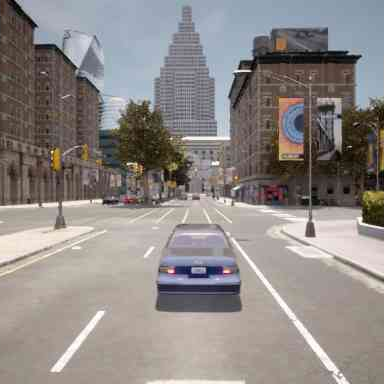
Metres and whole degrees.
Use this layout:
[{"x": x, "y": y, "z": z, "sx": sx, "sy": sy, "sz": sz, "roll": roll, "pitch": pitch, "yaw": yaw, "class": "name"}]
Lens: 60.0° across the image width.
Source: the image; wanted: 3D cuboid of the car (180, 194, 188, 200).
[{"x": -2.386, "y": 1.540, "z": 89.603, "sx": 2.033, "sy": 1.411, "sz": 5.357, "roll": 0, "pitch": 0, "yaw": 1, "class": "car"}]

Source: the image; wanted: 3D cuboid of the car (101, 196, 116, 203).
[{"x": -17.387, "y": 1.595, "z": 69.776, "sx": 1.895, "sy": 1.301, "sz": 4.718, "roll": 0, "pitch": 0, "yaw": 1, "class": "car"}]

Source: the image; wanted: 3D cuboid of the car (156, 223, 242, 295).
[{"x": 0.171, "y": 1.547, "z": 8.882, "sx": 2.033, "sy": 1.411, "sz": 5.357, "roll": 0, "pitch": 0, "yaw": 1, "class": "car"}]

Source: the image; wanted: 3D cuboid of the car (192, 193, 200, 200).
[{"x": 1.118, "y": 1.350, "z": 89.961, "sx": 2.097, "sy": 1.767, "sz": 4.553, "roll": 0, "pitch": 0, "yaw": 1, "class": "car"}]

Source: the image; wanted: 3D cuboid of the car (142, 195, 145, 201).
[{"x": -10.640, "y": 1.500, "z": 69.600, "sx": 1.837, "sy": 1.490, "sz": 4.892, "roll": 0, "pitch": 0, "yaw": 1, "class": "car"}]

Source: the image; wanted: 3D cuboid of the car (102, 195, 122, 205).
[{"x": -14.351, "y": 1.601, "z": 58.622, "sx": 1.895, "sy": 1.301, "sz": 4.718, "roll": 0, "pitch": 0, "yaw": 1, "class": "car"}]

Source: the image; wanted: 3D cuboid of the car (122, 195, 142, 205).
[{"x": -10.832, "y": 1.478, "z": 59.804, "sx": 1.882, "sy": 1.535, "sz": 5.008, "roll": 0, "pitch": 0, "yaw": 1, "class": "car"}]

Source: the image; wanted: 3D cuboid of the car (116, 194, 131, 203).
[{"x": -14.151, "y": 1.355, "z": 68.729, "sx": 2.097, "sy": 1.767, "sz": 4.553, "roll": 0, "pitch": 0, "yaw": 1, "class": "car"}]

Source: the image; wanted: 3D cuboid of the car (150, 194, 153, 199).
[{"x": -10.514, "y": 1.355, "z": 79.588, "sx": 2.097, "sy": 1.767, "sz": 4.553, "roll": 0, "pitch": 0, "yaw": 1, "class": "car"}]

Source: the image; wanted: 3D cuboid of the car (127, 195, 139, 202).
[{"x": -14.023, "y": 1.478, "z": 78.828, "sx": 1.882, "sy": 1.535, "sz": 5.008, "roll": 0, "pitch": 0, "yaw": 1, "class": "car"}]
